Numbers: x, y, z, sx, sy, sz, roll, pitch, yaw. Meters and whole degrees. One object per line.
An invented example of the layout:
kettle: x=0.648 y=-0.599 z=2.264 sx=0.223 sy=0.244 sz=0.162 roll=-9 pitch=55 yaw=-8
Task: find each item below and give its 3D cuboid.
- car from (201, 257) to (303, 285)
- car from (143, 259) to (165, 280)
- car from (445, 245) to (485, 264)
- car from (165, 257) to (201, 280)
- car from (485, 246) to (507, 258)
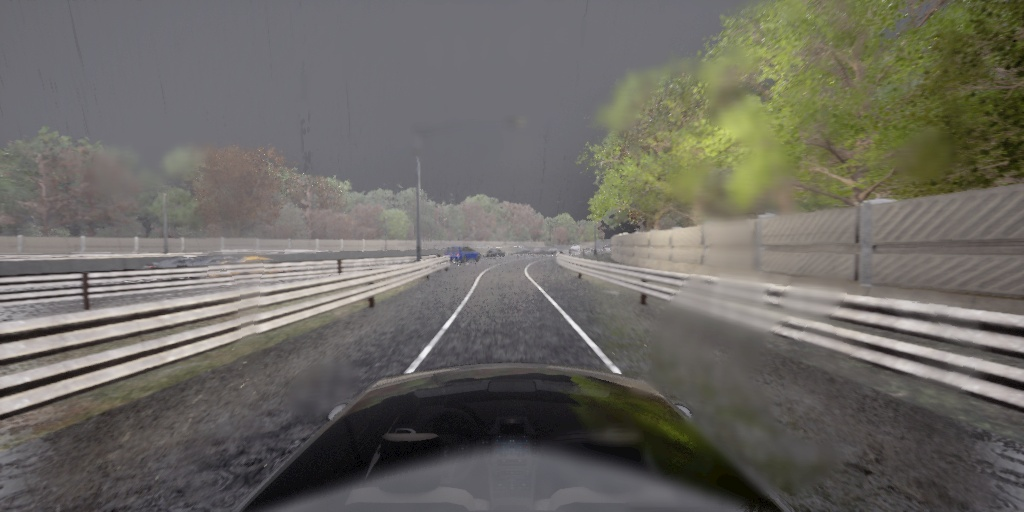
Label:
car: x=-15.260 y=0.825 z=21.818 sx=1.882 sy=1.535 sz=5.008 roll=0 pitch=2 yaw=24
car: x=-21.756 y=0.796 z=24.437 sx=2.128 sy=1.511 sz=4.902 roll=0 pitch=2 yaw=24
car: x=-5.816 y=-0.149 z=42.994 sx=2.150 sy=2.045 sz=5.566 roll=1 pitch=2 yaw=24
car: x=-18.503 y=0.817 z=23.140 sx=2.128 sy=1.511 sz=4.902 roll=0 pitch=2 yaw=24
car: x=-2.534 y=-0.421 z=58.849 sx=1.837 sy=1.490 sz=4.892 roll=0 pitch=2 yaw=24
